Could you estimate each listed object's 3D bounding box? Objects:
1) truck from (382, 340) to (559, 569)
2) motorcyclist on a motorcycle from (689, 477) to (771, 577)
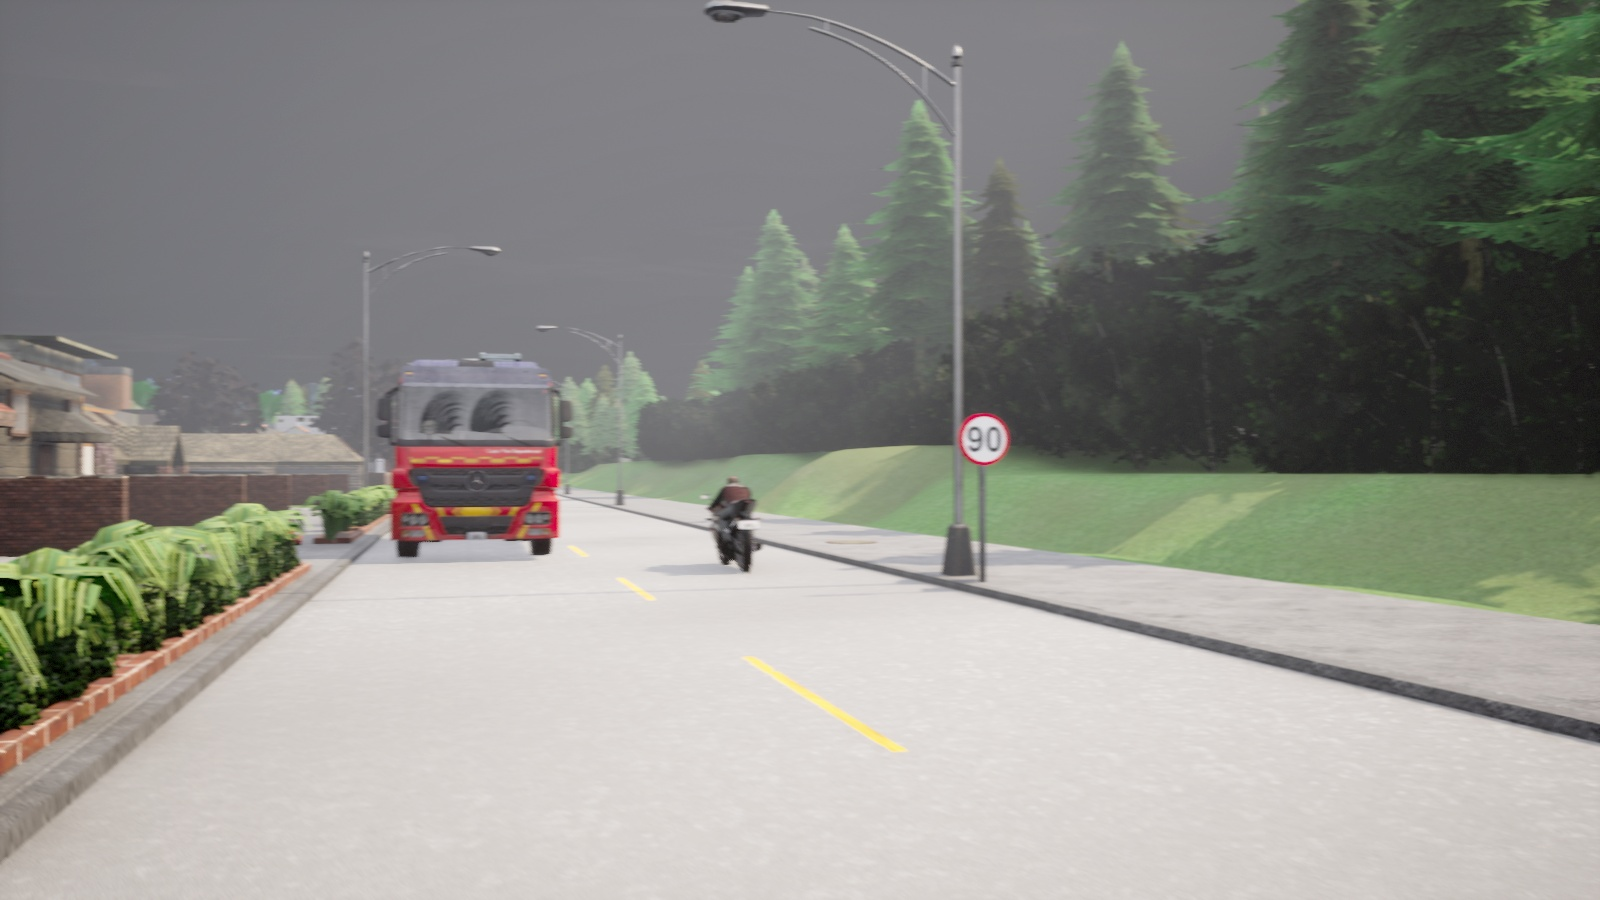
[{"bbox_3d":[-6.717,0.153,25.456,2.891,3.827,8.468,0,-1,-15],"label":"truck"},{"bbox_3d":[-1.171,1.209,20.446,0.866,1.530,2.191,0,-1,-15],"label":"motorcyclist on a motorcycle"}]
